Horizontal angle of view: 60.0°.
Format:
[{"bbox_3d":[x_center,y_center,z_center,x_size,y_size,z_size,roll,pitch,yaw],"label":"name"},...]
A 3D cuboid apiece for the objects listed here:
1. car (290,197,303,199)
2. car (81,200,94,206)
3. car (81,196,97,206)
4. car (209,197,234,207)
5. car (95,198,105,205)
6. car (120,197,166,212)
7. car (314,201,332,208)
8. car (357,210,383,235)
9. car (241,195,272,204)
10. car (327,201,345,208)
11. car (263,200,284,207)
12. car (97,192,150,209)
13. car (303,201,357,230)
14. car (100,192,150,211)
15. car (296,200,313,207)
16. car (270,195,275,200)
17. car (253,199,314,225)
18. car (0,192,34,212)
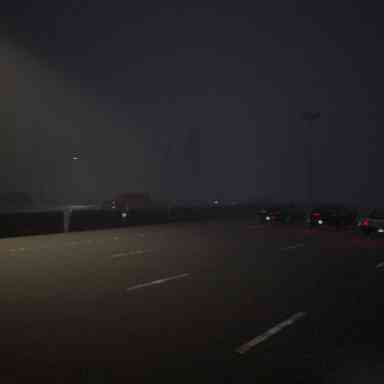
[{"bbox_3d":[19.991,1.964,64.318,2.150,2.045,5.566,1,-2,43],"label":"car"},{"bbox_3d":[-25.820,2.677,82.045,1.812,1.442,4.674,-1,-3,-31],"label":"car"},{"bbox_3d":[-16.350,1.460,53.549,2.128,1.511,4.902,0,-1,-2],"label":"car"},{"bbox_3d":[4.692,1.580,52.977,1.837,1.490,4.892,1,-2,43],"label":"car"},{"bbox_3d":[-19.048,1.958,68.864,1.895,1.301,4.718,0,-2,-16],"label":"car"},{"bbox_3d":[-4.477,1.452,32.763,1.994,1.385,4.181,1,0,43],"label":"car"},{"bbox_3d":[29.528,2.791,74.669,2.128,1.511,4.902,1,-2,43],"label":"car"},{"bbox_3d":[10.895,1.645,18.164,1.895,1.301,4.718,1,0,43],"label":"car"},{"bbox_3d":[8.837,1.577,47.173,1.882,1.535,5.008,1,-1,43],"label":"car"},{"bbox_3d":[30.736,2.697,70.815,1.882,1.535,5.008,1,-2,43],"label":"car"},{"bbox_3d":[15.992,2.236,65.147,1.895,1.301,4.718,1,-2,43],"label":"car"},{"bbox_3d":[-6.780,1.087,35.427,2.150,2.045,5.566,1,0,43],"label":"car"},{"bbox_3d":[9.292,1.526,21.586,1.837,1.490,4.892,1,0,43],"label":"car"},{"bbox_3d":[-7.825,1.066,39.456,2.150,2.045,5.566,1,1,43],"label":"car"},{"bbox_3d":[25.567,2.662,75.536,1.837,1.490,4.892,1,-2,43],"label":"car"},{"bbox_3d":[12.082,1.548,55.770,2.150,2.045,5.566,1,-2,43],"label":"car"},{"bbox_3d":[6.712,1.500,23.952,1.837,1.490,4.892,1,0,43],"label":"car"},{"bbox_3d":[-19.046,0.983,34.424,2.150,2.045,5.566,0,0,17],"label":"car"}]
